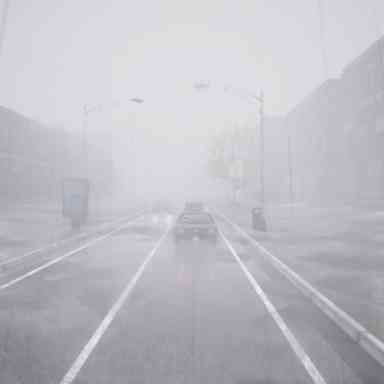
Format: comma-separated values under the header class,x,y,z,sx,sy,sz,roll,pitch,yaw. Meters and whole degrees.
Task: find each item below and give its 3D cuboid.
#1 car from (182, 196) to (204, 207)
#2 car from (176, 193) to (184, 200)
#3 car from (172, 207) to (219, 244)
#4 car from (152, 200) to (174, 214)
class,x,y,z,sx,sy,sz,roll,pitch,yaw
car,0.236,1.410,34.002,1.882,1.535,5.008,0,0,0
car,-2.697,0.949,74.953,1.837,1.490,4.892,0,1,0
car,0.161,1.595,15.654,1.895,1.301,4.718,0,0,0
car,-2.957,1.530,34.536,1.895,1.301,4.718,0,0,0
